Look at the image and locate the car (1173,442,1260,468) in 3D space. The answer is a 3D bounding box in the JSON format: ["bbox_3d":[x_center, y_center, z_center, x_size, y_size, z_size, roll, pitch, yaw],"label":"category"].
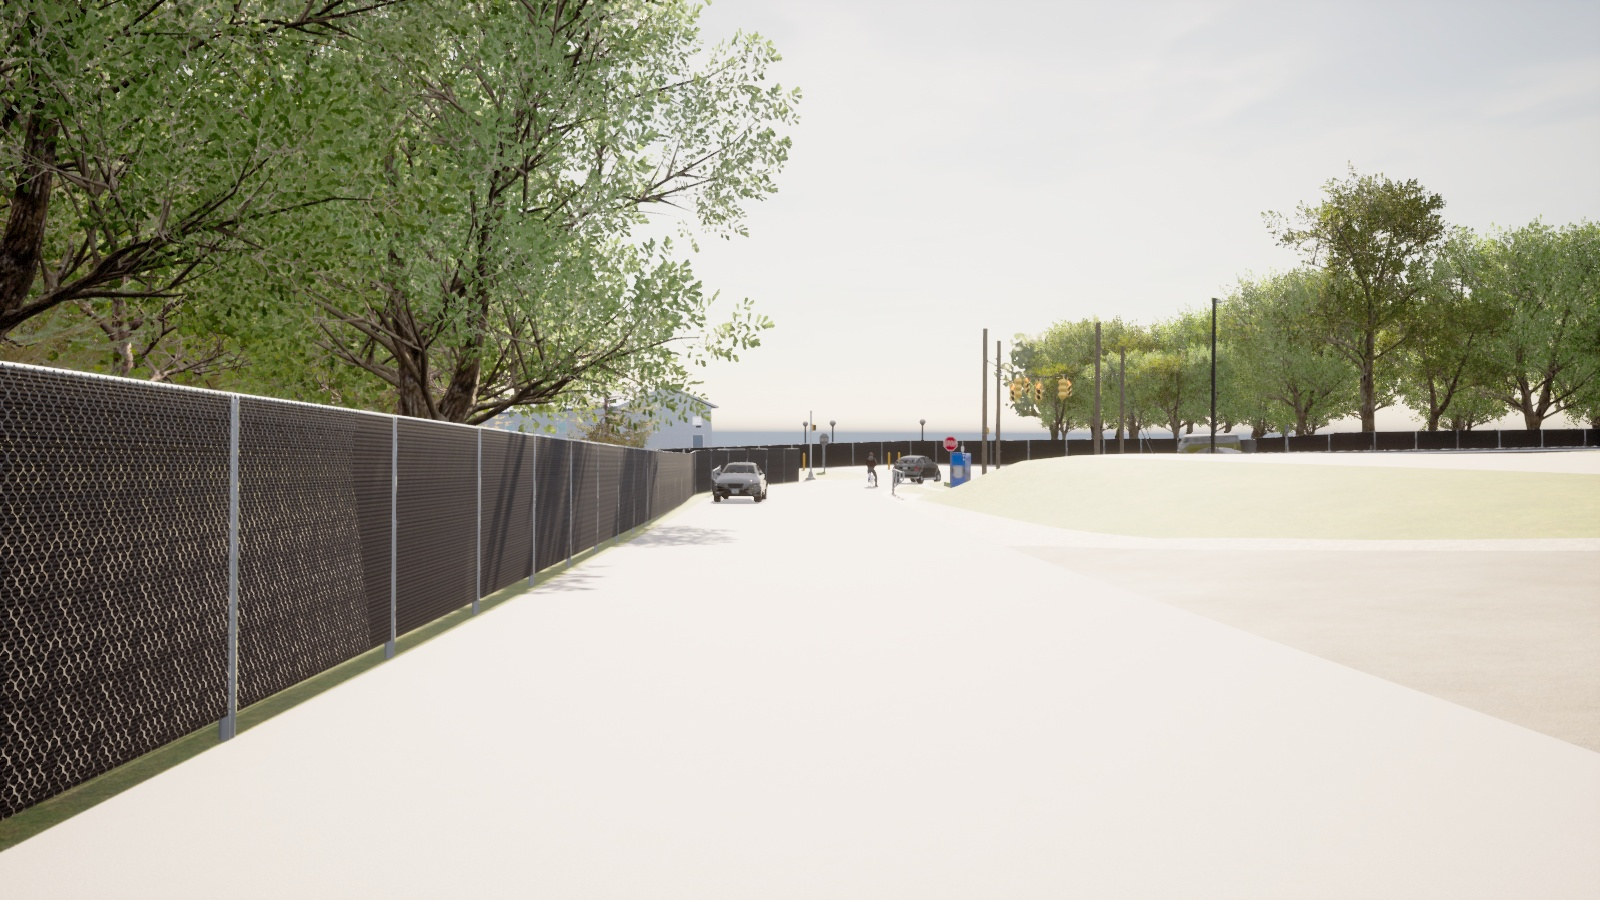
[{"bbox_3d":[25.587,0.331,77.384,2.033,1.411,5.357,-1,-2,-23],"label":"car"}]

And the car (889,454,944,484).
[{"bbox_3d":[6.614,1.048,70.848,1.789,1.549,3.705,0,0,28],"label":"car"}]

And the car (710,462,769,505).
[{"bbox_3d":[-2.240,1.228,47.654,1.816,1.474,4.193,0,0,3],"label":"car"}]

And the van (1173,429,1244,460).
[{"bbox_3d":[29.289,-0.405,90.026,4.442,1.987,1.775,-2,1,-11],"label":"van"}]
